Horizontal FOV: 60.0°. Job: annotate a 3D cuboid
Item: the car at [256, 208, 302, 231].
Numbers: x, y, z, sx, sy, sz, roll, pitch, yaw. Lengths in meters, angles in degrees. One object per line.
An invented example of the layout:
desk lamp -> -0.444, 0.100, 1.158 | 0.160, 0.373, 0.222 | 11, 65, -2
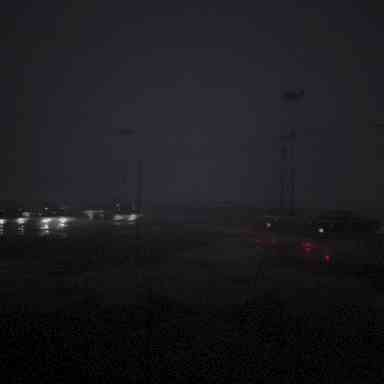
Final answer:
car -> 6.401, 1.690, 21.203 | 4.718, 1.301, 1.895 | 0, 0, -35

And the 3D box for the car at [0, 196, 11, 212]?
car -> -22.833, 1.378, 39.110 | 2.097, 1.767, 4.553 | 0, 0, -36

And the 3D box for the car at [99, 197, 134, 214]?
car -> -8.104, 1.429, 36.657 | 2.097, 1.767, 4.553 | 0, 0, -36

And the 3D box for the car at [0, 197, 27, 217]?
car -> -17.395, 1.502, 31.581 | 1.882, 1.535, 5.008 | 0, 0, -36

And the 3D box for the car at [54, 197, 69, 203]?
car -> -22.671, 1.605, 56.908 | 1.812, 1.442, 4.674 | 0, 0, -35

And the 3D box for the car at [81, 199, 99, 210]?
car -> -13.260, 1.603, 43.793 | 1.812, 1.442, 4.674 | 0, 0, -36

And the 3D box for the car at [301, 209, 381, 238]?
car -> 8.432, 1.689, 18.353 | 4.718, 1.301, 1.895 | 0, 0, -36

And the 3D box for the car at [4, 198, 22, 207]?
car -> -28.626, 1.608, 53.170 | 1.994, 1.385, 4.181 | 0, 0, -35

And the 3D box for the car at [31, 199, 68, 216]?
car -> -14.304, 1.643, 33.278 | 1.895, 1.301, 4.718 | 0, 0, -36

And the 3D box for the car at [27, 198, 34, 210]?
car -> -19.806, 1.520, 40.899 | 1.882, 1.535, 5.008 | 0, 0, -36
